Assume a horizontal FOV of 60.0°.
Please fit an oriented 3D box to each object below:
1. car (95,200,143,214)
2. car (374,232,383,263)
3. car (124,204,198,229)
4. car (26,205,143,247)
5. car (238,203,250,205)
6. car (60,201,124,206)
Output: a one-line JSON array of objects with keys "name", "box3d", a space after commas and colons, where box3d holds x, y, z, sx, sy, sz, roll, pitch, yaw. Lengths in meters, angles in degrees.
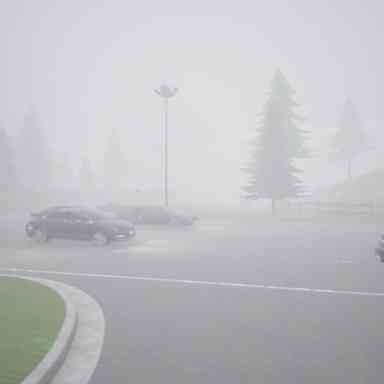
[{"name": "car", "box3d": [-7.730, 1.602, 35.345, 4.718, 1.301, 1.895, 0, 0, -26]}, {"name": "car", "box3d": [7.258, 1.495, 8.181, 4.902, 1.511, 2.128, 0, 0, 14]}, {"name": "car", "box3d": [-2.356, 1.548, 21.433, 5.357, 1.411, 2.033, 0, 0, 14]}, {"name": "car", "box3d": [-4.953, 1.504, 14.869, 4.892, 1.490, 1.837, 0, 0, 14]}, {"name": "car", "box3d": [9.022, 1.511, 57.508, 1.837, 1.490, 4.892, 2, 0, 4]}, {"name": "car", "box3d": [-6.747, 1.477, 18.930, 5.008, 1.535, 1.882, 0, 0, 14]}]
